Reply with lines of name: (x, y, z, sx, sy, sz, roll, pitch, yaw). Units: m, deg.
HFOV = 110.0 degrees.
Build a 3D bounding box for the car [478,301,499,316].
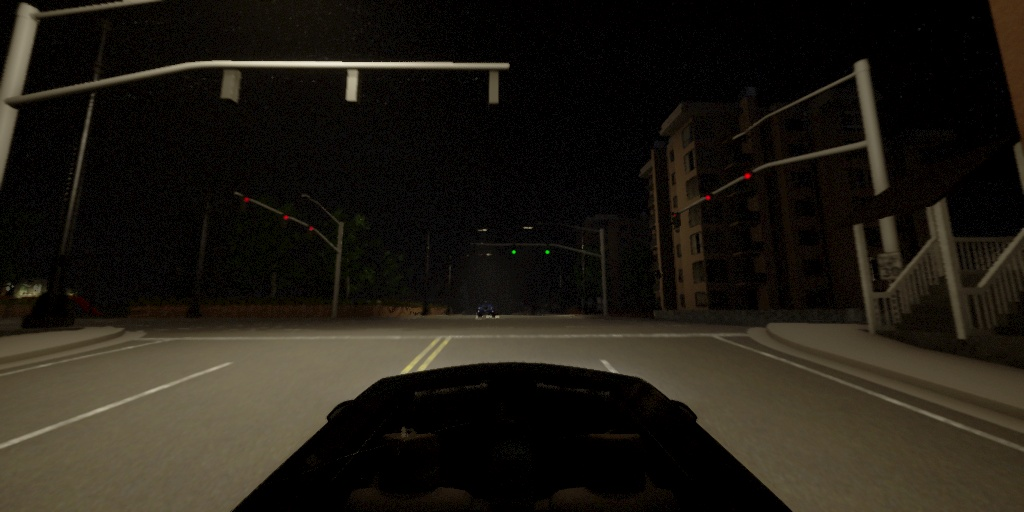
car: (-3.432, 7.195, 49.413, 2.150, 2.045, 5.566, 0, -9, 1)
